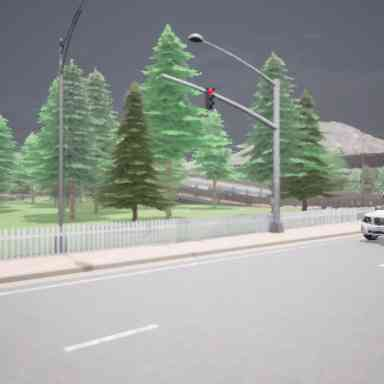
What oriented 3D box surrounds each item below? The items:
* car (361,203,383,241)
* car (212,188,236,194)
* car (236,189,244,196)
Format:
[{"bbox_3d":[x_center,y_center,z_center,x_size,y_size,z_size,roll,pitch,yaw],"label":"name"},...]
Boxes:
[{"bbox_3d":[10.185,1.220,15.552,5.566,2.045,2.150,0,0,-35],"label":"car"},{"bbox_3d":[6.009,-0.021,68.158,1.837,1.490,4.892,0,6,-37],"label":"car"},{"bbox_3d":[8.871,0.009,70.178,1.812,1.442,4.674,0,6,-37],"label":"car"}]
